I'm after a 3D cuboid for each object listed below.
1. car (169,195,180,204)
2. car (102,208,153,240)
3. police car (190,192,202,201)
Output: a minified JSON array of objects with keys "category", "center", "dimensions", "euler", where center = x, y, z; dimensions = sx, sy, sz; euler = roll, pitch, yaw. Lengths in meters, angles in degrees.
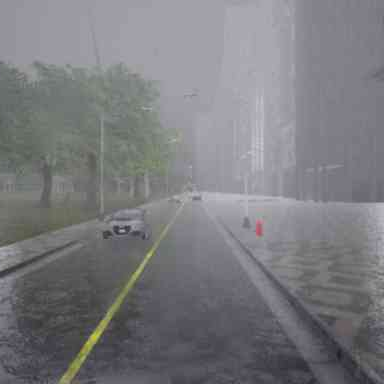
[{"category":"car","center":[-3.015,1.290,58.421],"dimensions":[1.812,1.442,4.674],"euler":[0,0,1]},{"category":"car","center":[-3.091,1.519,16.669],"dimensions":[1.994,1.385,4.181],"euler":[0,0,0]},{"category":"police car","center":[1.079,1.116,70.424],"dimensions":[1.930,1.638,5.238],"euler":[0,0,0]}]
